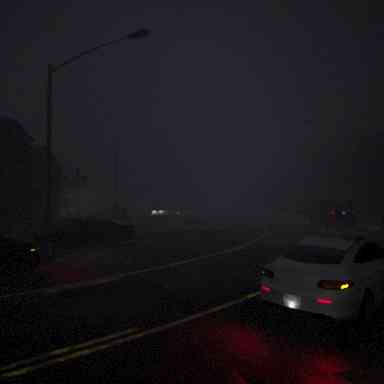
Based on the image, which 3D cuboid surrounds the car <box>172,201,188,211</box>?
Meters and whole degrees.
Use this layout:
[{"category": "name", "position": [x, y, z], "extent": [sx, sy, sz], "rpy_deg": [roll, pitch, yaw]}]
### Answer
[{"category": "car", "position": [-1.975, 2.283, 54.770], "extent": [1.882, 1.535, 5.008], "rpy_deg": [0, -1, -15]}]

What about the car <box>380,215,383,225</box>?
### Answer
[{"category": "car", "position": [13.685, 1.706, 21.183], "extent": [2.097, 1.767, 4.553], "rpy_deg": [0, -1, 14]}]

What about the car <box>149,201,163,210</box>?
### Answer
[{"category": "car", "position": [-6.175, 2.355, 56.977], "extent": [2.128, 1.511, 4.902], "rpy_deg": [0, -1, -16]}]

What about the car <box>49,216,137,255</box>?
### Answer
[{"category": "car", "position": [-4.867, 1.743, 14.036], "extent": [2.033, 1.411, 5.357], "rpy_deg": [0, -1, 42]}]

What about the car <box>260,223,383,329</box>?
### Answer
[{"category": "car", "position": [3.199, 1.644, 7.232], "extent": [1.812, 1.442, 4.674], "rpy_deg": [0, -1, 42]}]

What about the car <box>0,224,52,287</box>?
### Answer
[{"category": "car", "position": [-6.201, 1.631, 8.142], "extent": [4.674, 1.442, 1.812], "rpy_deg": [1, -1, -39]}]

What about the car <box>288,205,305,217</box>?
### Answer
[{"category": "car", "position": [13.096, 2.212, 38.656], "extent": [1.895, 1.301, 4.718], "rpy_deg": [0, -1, -13]}]

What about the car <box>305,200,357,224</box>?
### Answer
[{"category": "car", "position": [11.066, 1.647, 26.501], "extent": [2.150, 2.045, 5.566], "rpy_deg": [0, -1, 4]}]
